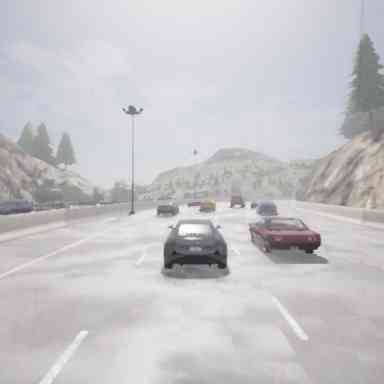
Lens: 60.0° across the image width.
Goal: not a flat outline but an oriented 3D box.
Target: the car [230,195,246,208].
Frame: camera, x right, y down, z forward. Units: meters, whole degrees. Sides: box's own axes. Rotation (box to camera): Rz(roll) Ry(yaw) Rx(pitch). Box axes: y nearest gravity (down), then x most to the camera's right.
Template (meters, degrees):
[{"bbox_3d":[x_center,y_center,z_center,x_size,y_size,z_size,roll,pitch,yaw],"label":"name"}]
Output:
[{"bbox_3d":[7.914,1.558,56.762,2.150,2.045,5.566,-1,-1,15],"label":"car"}]

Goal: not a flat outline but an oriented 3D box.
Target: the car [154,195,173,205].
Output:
[{"bbox_3d":[-6.068,1.603,72.091,2.150,2.045,5.566,0,0,17],"label":"car"}]

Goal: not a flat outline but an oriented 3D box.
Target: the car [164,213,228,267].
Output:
[{"bbox_3d":[0.105,1.634,11.636,1.994,1.385,4.181,0,0,0],"label":"car"}]

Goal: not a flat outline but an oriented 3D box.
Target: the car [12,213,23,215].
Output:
[{"bbox_3d":[-17.028,1.541,31.549,2.097,1.767,4.553,0,0,5],"label":"car"}]

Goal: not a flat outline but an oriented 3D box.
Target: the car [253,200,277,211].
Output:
[{"bbox_3d":[8.209,1.697,36.790,1.882,1.535,5.008,0,0,6],"label":"car"}]

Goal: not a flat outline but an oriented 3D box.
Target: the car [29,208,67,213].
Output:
[{"bbox_3d":[-13.482,1.699,32.176,1.837,1.490,4.892,0,-1,5],"label":"car"}]

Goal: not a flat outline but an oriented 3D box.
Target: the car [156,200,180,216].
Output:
[{"bbox_3d":[-2.486,1.702,35.567,2.128,1.511,4.902,0,0,5],"label":"car"}]

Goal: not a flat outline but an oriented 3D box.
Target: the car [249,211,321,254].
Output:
[{"bbox_3d":[3.611,1.684,13.876,1.895,1.301,4.718,0,0,0],"label":"car"}]

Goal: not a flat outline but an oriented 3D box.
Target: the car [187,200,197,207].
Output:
[{"bbox_3d":[0.499,1.940,56.883,1.895,1.301,4.718,0,0,12],"label":"car"}]

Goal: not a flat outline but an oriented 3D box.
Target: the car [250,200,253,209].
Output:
[{"bbox_3d":[9.976,1.906,51.225,1.895,1.301,4.718,0,0,11],"label":"car"}]

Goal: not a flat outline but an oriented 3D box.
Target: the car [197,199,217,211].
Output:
[{"bbox_3d":[2.312,1.749,45.563,1.882,1.535,5.008,0,0,9],"label":"car"}]
